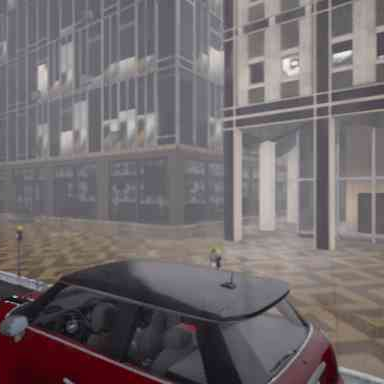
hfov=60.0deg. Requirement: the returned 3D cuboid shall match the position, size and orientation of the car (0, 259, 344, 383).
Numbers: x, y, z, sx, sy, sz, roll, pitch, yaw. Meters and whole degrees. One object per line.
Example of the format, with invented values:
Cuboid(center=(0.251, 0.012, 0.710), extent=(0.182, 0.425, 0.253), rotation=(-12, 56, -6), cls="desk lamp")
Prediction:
Cuboid(center=(-0.745, 1.441, 3.406), extent=(4.097, 1.590, 1.967), rotation=(0, 0, 35), cls="car")
